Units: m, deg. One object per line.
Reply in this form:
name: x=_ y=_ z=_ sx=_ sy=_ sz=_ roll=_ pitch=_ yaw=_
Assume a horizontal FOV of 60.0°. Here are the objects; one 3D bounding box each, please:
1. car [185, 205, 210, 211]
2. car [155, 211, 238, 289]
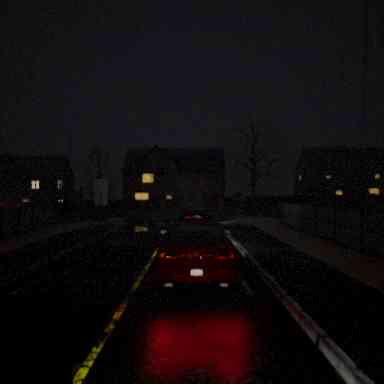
car: x=0.374 y=1.621 z=21.139 sx=1.837 sy=1.490 sz=4.892 roll=0 pitch=0 yaw=5
car: x=0.103 y=1.525 z=9.350 sx=1.882 sy=1.535 sz=5.008 roll=0 pitch=0 yaw=0
